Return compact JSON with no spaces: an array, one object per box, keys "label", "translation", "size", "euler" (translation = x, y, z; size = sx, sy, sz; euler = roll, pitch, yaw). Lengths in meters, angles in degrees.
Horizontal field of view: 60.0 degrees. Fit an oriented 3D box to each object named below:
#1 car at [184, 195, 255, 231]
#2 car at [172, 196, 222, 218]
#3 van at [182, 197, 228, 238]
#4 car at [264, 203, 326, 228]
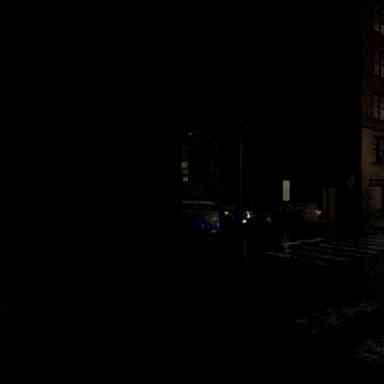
[{"label":"car","translation":[1.310,1.215,20.167],"size":[2.150,2.045,5.566],"euler":[0,0,-33]},{"label":"car","translation":[0.357,1.291,31.533],"size":[2.192,1.841,5.009],"euler":[0,0,-35]},{"label":"van","translation":[-0.199,1.340,17.478],"size":[1.690,1.788,3.998],"euler":[0,0,-35]},{"label":"car","translation":[6.771,1.423,22.388],"size":[1.967,1.590,4.097],"euler":[0,0,-35]}]
